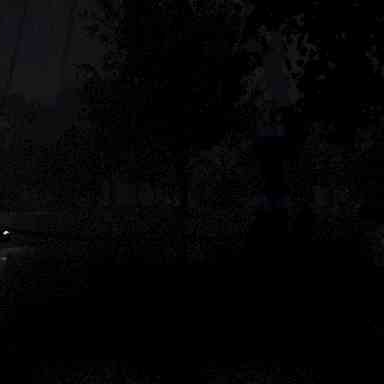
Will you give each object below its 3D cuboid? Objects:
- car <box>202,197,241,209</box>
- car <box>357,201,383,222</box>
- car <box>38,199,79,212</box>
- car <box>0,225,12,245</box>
[{"bbox_3d":[3.763,1.374,43.027,5.008,1.535,1.882,0,-1,22],"label":"car"},{"bbox_3d":[14.395,1.430,25.810,2.128,1.511,4.902,0,0,10],"label":"car"},{"bbox_3d":[-14.673,1.476,36.745,1.994,1.385,4.181,0,0,36],"label":"car"},{"bbox_3d":[-9.915,1.513,13.928,5.357,1.411,2.033,0,0,30],"label":"car"}]
